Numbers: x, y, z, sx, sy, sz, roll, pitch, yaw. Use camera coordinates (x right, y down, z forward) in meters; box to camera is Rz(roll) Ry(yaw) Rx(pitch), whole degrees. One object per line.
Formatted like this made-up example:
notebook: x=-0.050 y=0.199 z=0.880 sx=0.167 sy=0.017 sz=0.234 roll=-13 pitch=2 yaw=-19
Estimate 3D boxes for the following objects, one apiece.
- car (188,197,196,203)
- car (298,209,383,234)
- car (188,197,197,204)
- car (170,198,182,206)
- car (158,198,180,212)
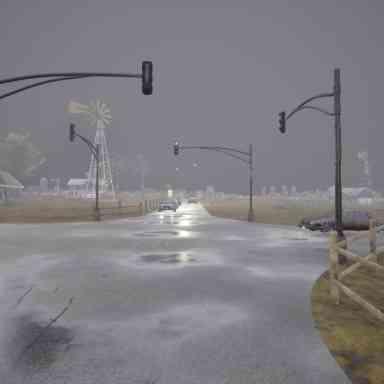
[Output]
car: x=-0.010 y=1.860 z=79.122 sx=1.812 sy=1.442 sz=4.674 roll=0 pitch=0 yaw=0
car: x=9.223 y=1.739 z=19.975 sx=5.357 sy=1.411 sz=2.033 roll=1 pitch=-2 yaw=-8
car: x=0.084 y=1.788 z=69.110 sx=1.812 sy=1.442 sz=4.674 roll=0 pitch=0 yaw=0
car: x=-2.843 y=1.795 z=58.502 sx=1.895 sy=1.301 sz=4.718 roll=0 pitch=0 yaw=0
car: x=-2.862 y=1.661 z=39.779 sx=1.994 sy=1.385 sz=4.181 roll=0 pitch=0 yaw=0
